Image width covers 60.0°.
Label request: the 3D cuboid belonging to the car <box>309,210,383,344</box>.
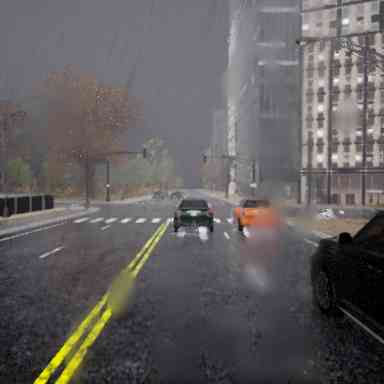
[{"bbox_3d":[3.348,1.167,4.102,2.150,2.045,5.566,0,1,0],"label":"car"}]

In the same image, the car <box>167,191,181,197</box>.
[{"bbox_3d":[-3.281,0.709,65.214,1.812,1.442,4.674,0,1,0],"label":"car"}]

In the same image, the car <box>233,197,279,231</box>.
[{"bbox_3d":[3.516,1.104,18.878,2.097,1.767,4.553,0,1,3],"label":"car"}]

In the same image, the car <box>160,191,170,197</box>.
[{"bbox_3d":[-6.529,0.542,80.680,2.033,1.411,5.357,0,1,0],"label":"car"}]

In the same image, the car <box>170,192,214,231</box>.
[{"bbox_3d":[0.091,1.104,18.874,2.097,1.767,4.553,0,1,0],"label":"car"}]

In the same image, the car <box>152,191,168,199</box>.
[{"bbox_3d":[-6.534,0.535,65.263,2.097,1.767,4.553,0,1,0],"label":"car"}]

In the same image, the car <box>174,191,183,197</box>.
[{"bbox_3d":[-3.278,0.502,80.670,1.837,1.490,4.892,0,1,0],"label":"car"}]
